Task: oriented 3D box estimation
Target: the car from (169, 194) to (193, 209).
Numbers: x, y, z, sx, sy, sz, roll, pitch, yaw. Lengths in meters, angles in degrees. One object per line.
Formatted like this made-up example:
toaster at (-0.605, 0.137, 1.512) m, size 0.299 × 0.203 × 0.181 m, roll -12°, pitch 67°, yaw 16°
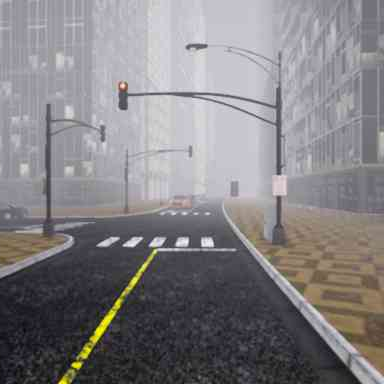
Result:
car at (-1.459, 1.101, 39.495) m, size 2.097 × 1.767 × 4.553 m, roll 0°, pitch 0°, yaw 5°

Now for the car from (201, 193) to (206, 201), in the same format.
car at (1.864, 1.040, 69.190) m, size 2.128 × 1.511 × 4.902 m, roll 0°, pitch 1°, yaw 8°

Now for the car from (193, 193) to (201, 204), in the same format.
car at (-0.075, 1.149, 54.025) m, size 1.837 × 1.490 × 4.892 m, roll 0°, pitch 0°, yaw 7°

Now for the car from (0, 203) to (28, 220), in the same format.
car at (-16.508, 1.690, 28.876) m, size 4.403 × 1.369 × 2.008 m, roll -1°, pitch 1°, yaw 10°
